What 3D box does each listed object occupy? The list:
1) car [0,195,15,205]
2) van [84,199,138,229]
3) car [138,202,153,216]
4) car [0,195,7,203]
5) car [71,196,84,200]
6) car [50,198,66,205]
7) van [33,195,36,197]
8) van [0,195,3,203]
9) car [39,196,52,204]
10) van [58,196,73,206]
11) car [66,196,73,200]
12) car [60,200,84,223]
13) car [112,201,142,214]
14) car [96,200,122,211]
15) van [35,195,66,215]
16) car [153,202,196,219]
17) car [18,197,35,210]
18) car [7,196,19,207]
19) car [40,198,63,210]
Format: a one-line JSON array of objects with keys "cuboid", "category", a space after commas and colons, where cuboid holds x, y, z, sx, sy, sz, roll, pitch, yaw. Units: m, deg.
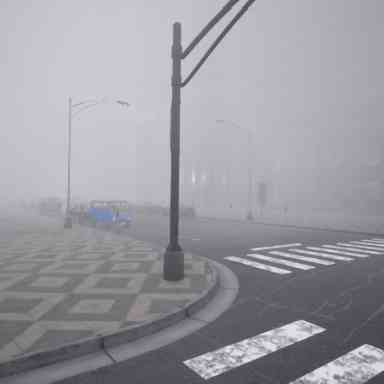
[{"cuboid": [-37.042, 1.730, 66.227, 1.752, 1.417, 4.829, 1, -1, -35], "category": "car"}, {"cuboid": [-5.250, 1.335, 21.249, 1.690, 1.788, 3.998, 1, -1, -35], "category": "van"}, {"cuboid": [-4.637, 1.730, 35.192, 1.887, 1.381, 4.507, 1, -1, -35], "category": "car"}, {"cuboid": [-43.515, 1.563, 75.391, 2.192, 1.841, 5.009, 1, -1, -35], "category": "car"}, {"cuboid": [-17.400, 1.814, 53.236, 1.887, 1.381, 4.507, 1, -1, -35], "category": "car"}, {"cuboid": [-26.972, 1.885, 66.769, 2.008, 1.369, 4.403, 1, -1, -35], "category": "car"}, {"cuboid": [-36.542, 1.739, 80.304, 1.690, 1.788, 3.998, 1, -1, -35], "category": "van"}, {"cuboid": [-46.704, 1.611, 79.903, 1.690, 1.788, 3.998, 1, -1, -35], "category": "van"}, {"cuboid": [-33.353, 1.817, 75.793, 1.967, 1.590, 4.097, 1, -1, -35], "category": "car"}, {"cuboid": [-23.779, 1.654, 62.261, 1.690, 1.788, 3.998, 1, -1, -35], "category": "van"}, {"cuboid": [-20.588, 1.606, 57.750, 2.192, 1.841, 5.009, 1, -1, -35], "category": "car"}, {"cuboid": [-8.441, 1.559, 25.759, 1.887, 1.381, 4.507, 1, -1, -35], "category": "car"}, {"cuboid": [-7.828, 1.751, 39.703, 1.887, 1.381, 4.507, 1, -1, -35], "category": "car"}, {"cuboid": [-11.116, 1.753, 44.353, 1.752, 1.417, 4.829, 1, -1, -35], "category": "car"}, {"cuboid": [-14.817, 1.397, 34.784, 1.690, 1.788, 3.998, 1, -1, -35], "category": "van"}, {"cuboid": [-1.446, 1.709, 30.681, 1.887, 1.381, 4.507, 1, -1, -35], "category": "car"}, {"cuboid": [-21.197, 1.680, 43.806, 1.802, 1.307, 4.206, 1, -1, -35], "category": "car"}, {"cuboid": [-27.574, 1.691, 52.830, 2.008, 1.369, 4.403, 1, -1, -35], "category": "car"}, {"cuboid": [-19.707, 1.657, 46.508, 1.837, 1.490, 4.892, 1, -1, -35], "category": "car"}]
